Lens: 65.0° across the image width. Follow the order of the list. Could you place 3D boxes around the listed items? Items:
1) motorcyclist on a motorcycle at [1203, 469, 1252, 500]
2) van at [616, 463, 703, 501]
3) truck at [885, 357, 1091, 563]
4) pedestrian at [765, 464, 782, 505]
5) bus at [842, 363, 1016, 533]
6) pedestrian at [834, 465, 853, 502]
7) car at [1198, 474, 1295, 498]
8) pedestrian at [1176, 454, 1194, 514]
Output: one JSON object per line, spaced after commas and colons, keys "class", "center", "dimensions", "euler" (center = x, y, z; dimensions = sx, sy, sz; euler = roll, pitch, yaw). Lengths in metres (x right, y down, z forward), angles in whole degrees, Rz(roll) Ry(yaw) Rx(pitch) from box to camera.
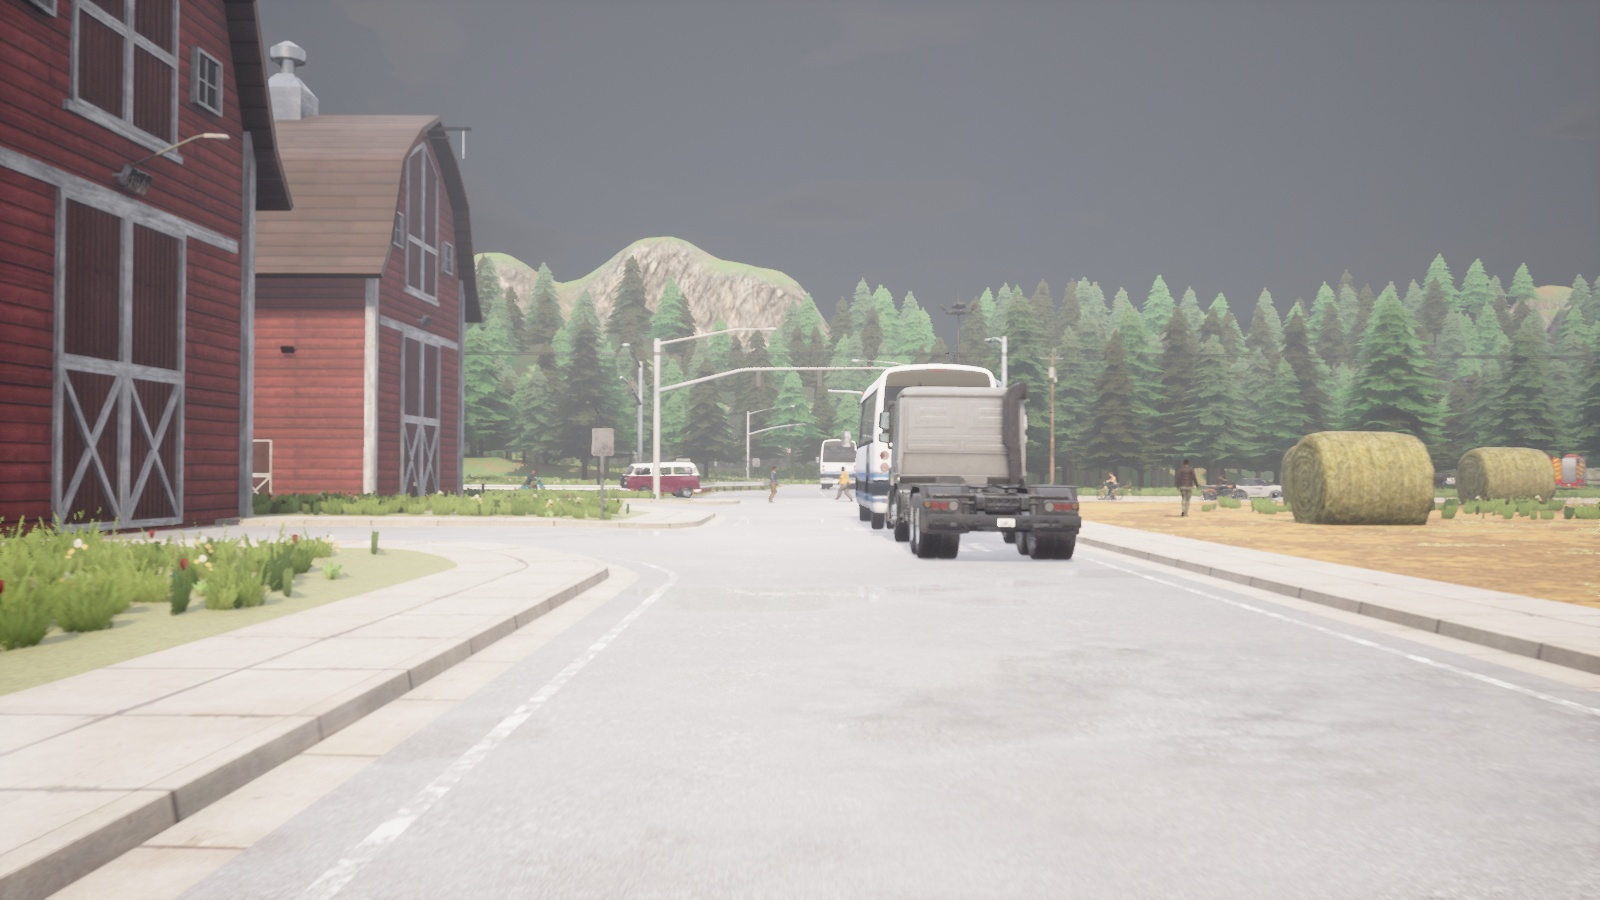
{"class": "motorcyclist on a motorcycle", "center": [22.783, 1.822, 66.994], "dimensions": [2.350, 1.649, 0.766], "euler": [0, -1, 1]}
{"class": "van", "center": [-7.982, 1.785, 71.337], "dimensions": [4.480, 2.038, 2.069], "euler": [0, 0, -21]}
{"class": "truck", "center": [3.440, 0.223, 25.111], "dimensions": [2.891, 3.462, 7.936], "euler": [0, -1, 0]}
{"class": "pedestrian", "center": [-1.248, 1.626, 59.962], "dimensions": [0.788, 1.949, 0.423], "euler": [0, -1, -4]}
{"class": "bus", "center": [3.406, 0.037, 36.578], "dimensions": [3.944, 4.253, 10.273], "euler": [0, -1, 0]}
{"class": "pedestrian", "center": [2.178, 1.665, 63.138], "dimensions": [0.900, 1.855, 0.874], "euler": [0, -1, -2]}
{"class": "car", "center": [25.009, 2.021, 70.457], "dimensions": [4.718, 1.301, 1.895], "euler": [0, -1, 1]}
{"class": "pedestrian", "center": [12.017, 1.065, 39.183], "dimensions": [0.431, 1.840, 0.703], "euler": [-1, -1, 25]}
